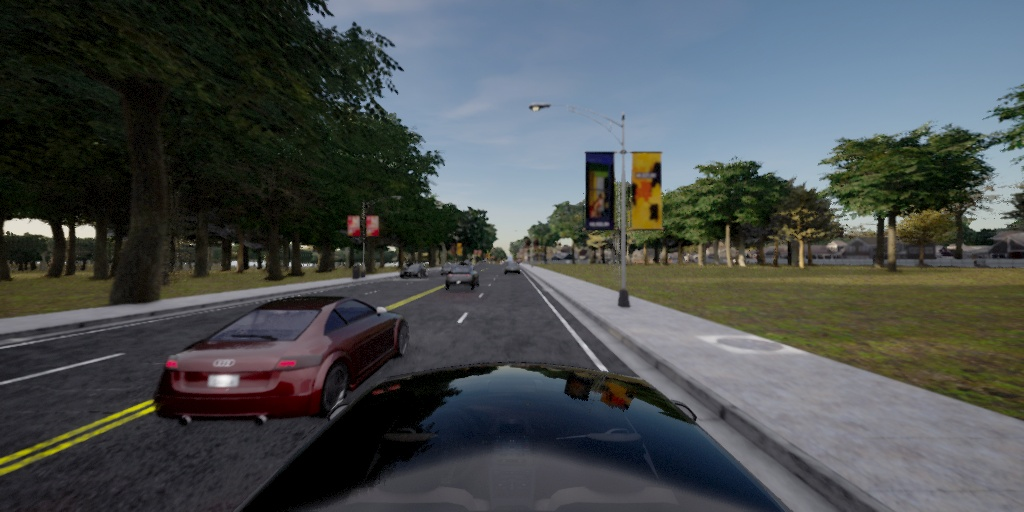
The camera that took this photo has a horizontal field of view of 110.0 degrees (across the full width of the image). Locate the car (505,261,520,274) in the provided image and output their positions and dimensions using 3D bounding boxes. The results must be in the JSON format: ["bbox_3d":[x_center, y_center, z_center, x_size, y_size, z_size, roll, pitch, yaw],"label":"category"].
[{"bbox_3d":[0.046,1.626,47.668,1.994,1.385,4.181,0,0,0],"label":"car"}]

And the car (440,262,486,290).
[{"bbox_3d":[-3.174,1.377,23.731,2.128,1.511,4.902,0,0,0],"label":"car"}]

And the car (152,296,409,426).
[{"bbox_3d":[-3.150,1.341,5.921,1.994,1.385,4.181,0,0,0],"label":"car"}]

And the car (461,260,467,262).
[{"bbox_3d":[-6.633,1.501,39.627,2.128,1.511,4.902,0,-1,0],"label":"car"}]

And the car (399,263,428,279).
[{"bbox_3d":[-9.878,1.493,36.309,1.837,1.490,4.892,0,0,0],"label":"car"}]
